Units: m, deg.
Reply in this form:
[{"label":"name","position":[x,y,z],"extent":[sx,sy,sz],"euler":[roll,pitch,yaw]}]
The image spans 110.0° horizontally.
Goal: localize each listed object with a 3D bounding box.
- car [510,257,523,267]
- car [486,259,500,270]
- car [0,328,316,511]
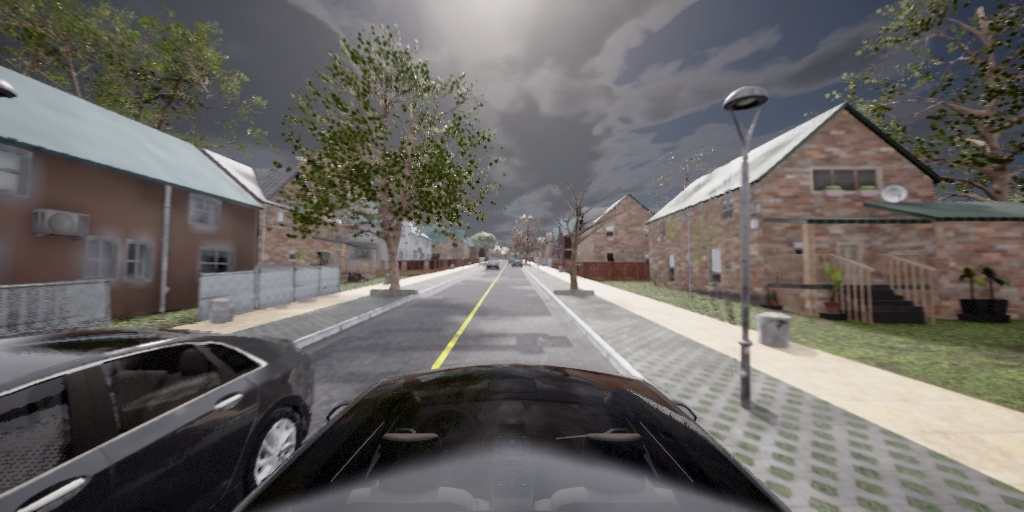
[{"label":"car","position":[0.976,1.290,64.916],"extent":[1.812,1.442,4.674],"euler":[0,0,0]},{"label":"car","position":[-2.796,1.244,52.695],"extent":[1.882,1.535,5.008],"euler":[0,0,0]},{"label":"car","position":[-2.848,1.253,1.592],"extent":[1.837,1.490,4.892],"euler":[0,0,0]}]
